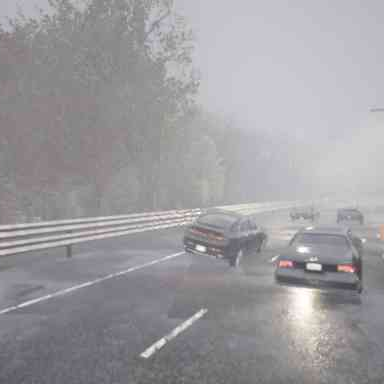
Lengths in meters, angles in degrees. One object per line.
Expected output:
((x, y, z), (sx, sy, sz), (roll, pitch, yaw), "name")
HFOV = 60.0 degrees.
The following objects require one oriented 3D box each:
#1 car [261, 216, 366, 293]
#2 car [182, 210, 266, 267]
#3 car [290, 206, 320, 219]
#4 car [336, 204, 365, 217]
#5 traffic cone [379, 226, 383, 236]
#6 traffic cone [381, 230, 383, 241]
((3.683, 1.623, 9.188), (2.033, 1.411, 5.357), (-1, -1, 27), "car")
((1.402, 1.488, 12.112), (1.837, 1.490, 4.892), (12, 4, 27), "car")
((9.879, 1.834, 28.856), (1.895, 1.301, 4.718), (-1, -1, 28), "car")
((12.764, 1.693, 26.818), (2.128, 1.511, 4.902), (-1, -1, 28), "car")
((9.413, 2.074, 16.226), (0.340, 0.580, 0.340), (-1, -1, 27), "traffic cone")
((8.504, 2.061, 14.444), (0.340, 0.580, 0.340), (-1, -1, 27), "traffic cone")
